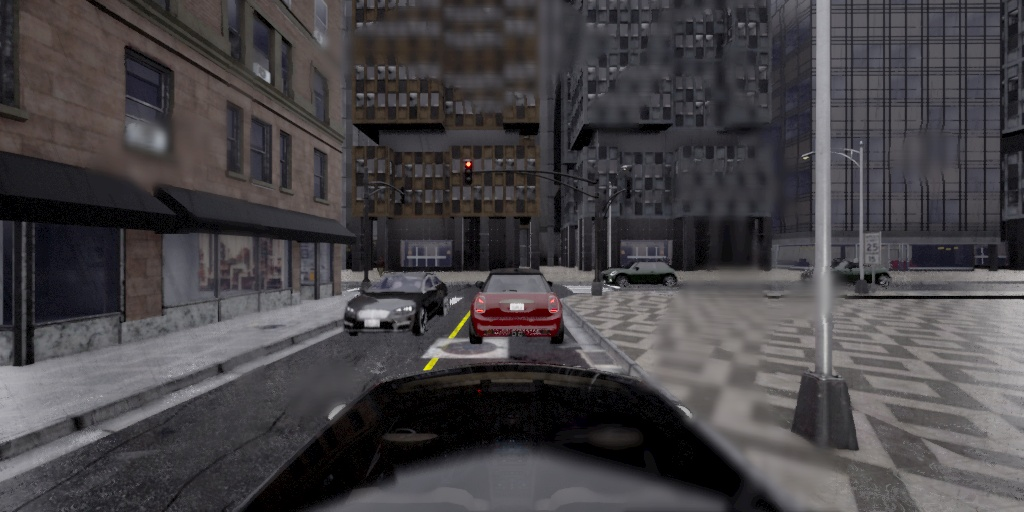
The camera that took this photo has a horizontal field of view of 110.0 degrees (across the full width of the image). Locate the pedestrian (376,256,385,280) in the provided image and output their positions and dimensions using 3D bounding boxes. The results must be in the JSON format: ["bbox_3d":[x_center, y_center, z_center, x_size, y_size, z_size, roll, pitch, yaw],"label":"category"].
[{"bbox_3d":[-9.839,0.900,26.925,0.375,1.860,0.375,0,0,1],"label":"pedestrian"}]

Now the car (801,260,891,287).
[{"bbox_3d":[21.755,1.066,23.543,4.553,1.767,2.097,0,0,1],"label":"car"}]

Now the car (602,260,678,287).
[{"bbox_3d":[8.267,1.086,23.510,4.553,1.767,2.097,0,0,-2],"label":"car"}]

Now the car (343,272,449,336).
[{"bbox_3d":[-3.111,1.241,10.497,2.128,1.511,4.902,0,0,1],"label":"car"}]

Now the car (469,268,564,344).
[{"bbox_3d":[0.068,1.101,9.743,2.097,1.767,4.553,0,0,-1],"label":"car"}]
